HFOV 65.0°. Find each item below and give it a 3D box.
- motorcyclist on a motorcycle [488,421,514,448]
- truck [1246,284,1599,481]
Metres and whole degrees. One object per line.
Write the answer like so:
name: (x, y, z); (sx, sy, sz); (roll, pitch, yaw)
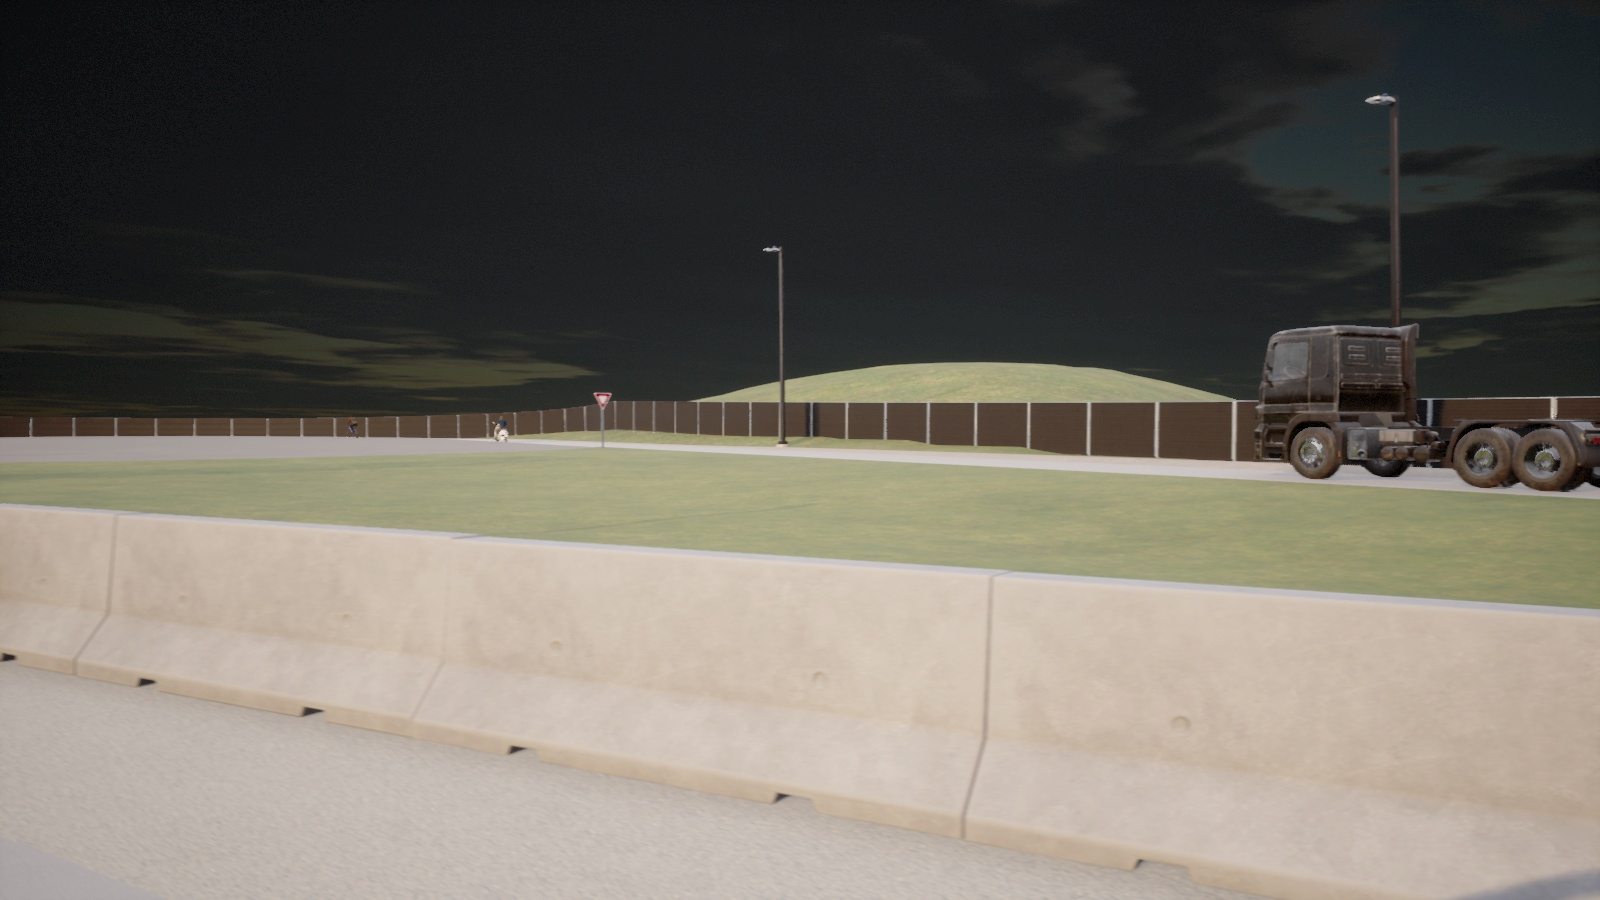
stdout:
motorcyclist on a motorcycle: (-17.999, -0.935, 75.607); (0.866, 1.590, 1.817); (-2, 2, -35)
truck: (13.445, -1.281, 26.047); (2.891, 3.462, 7.936); (-2, 2, -29)
